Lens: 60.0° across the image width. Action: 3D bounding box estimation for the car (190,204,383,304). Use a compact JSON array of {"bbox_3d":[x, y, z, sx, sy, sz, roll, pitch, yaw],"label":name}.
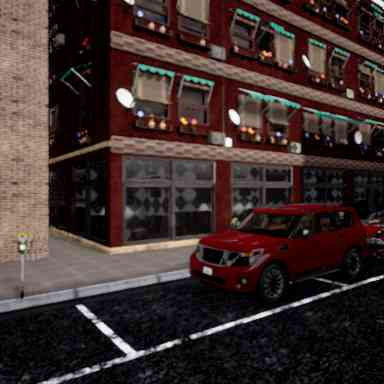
[{"bbox_3d":[2.368,1.271,8.246,5.009,1.841,2.192,0,1,-35],"label":"car"}]
